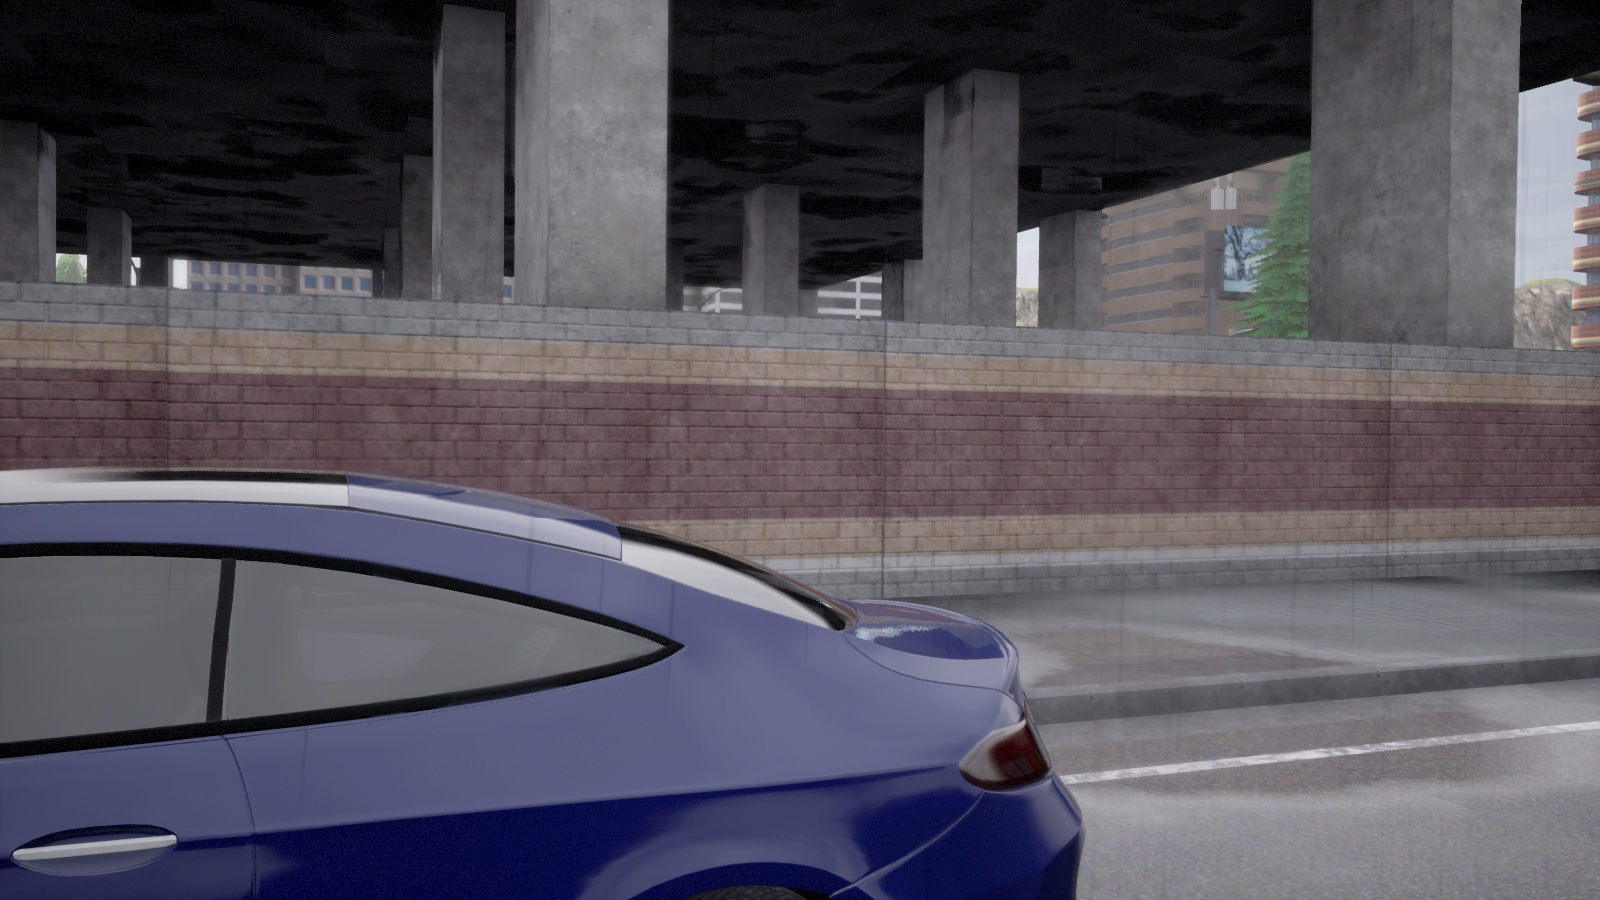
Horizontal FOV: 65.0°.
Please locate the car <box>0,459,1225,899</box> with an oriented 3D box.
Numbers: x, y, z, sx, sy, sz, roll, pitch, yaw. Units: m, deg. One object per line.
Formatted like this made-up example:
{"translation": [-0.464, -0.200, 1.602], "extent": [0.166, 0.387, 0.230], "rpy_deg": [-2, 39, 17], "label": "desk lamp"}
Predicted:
{"translation": [-1.621, 0.799, 2.622], "extent": [4.674, 1.442, 1.812], "rpy_deg": [-1, 1, -21], "label": "car"}
